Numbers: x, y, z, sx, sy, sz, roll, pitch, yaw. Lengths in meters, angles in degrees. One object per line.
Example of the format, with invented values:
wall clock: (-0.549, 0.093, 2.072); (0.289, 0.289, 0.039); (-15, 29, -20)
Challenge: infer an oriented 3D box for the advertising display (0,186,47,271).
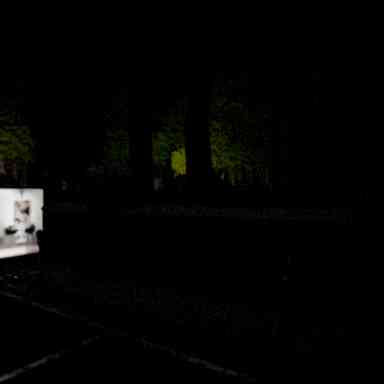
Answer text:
advertising display: (-5.286, 1.059, 10.238); (0.280, 2.440, 1.540); (0, 0, 35)
